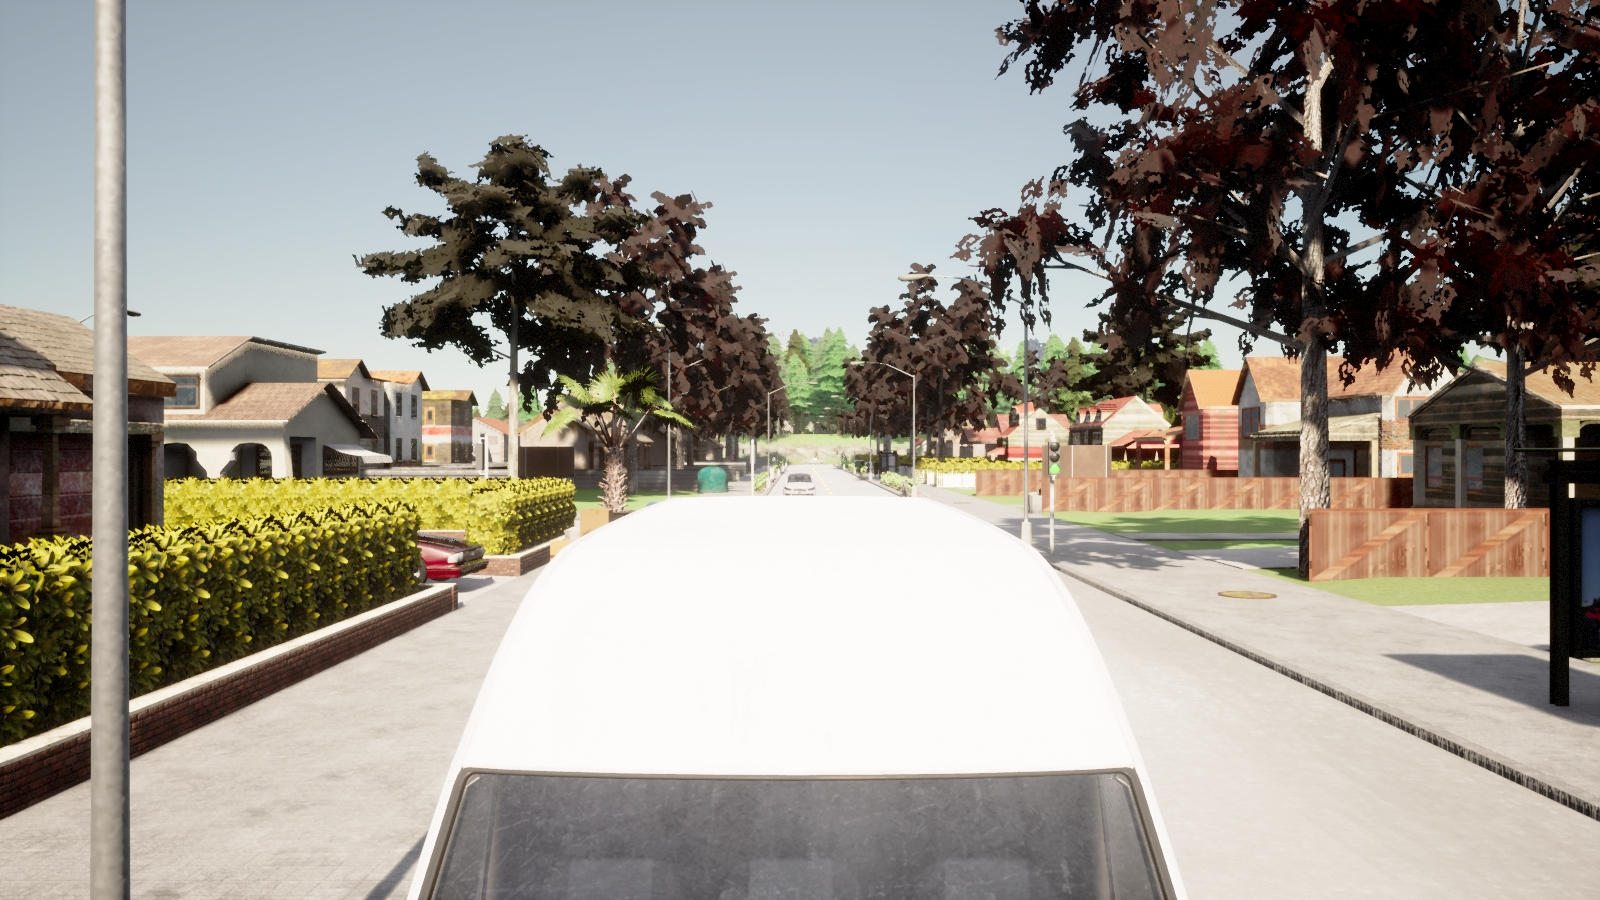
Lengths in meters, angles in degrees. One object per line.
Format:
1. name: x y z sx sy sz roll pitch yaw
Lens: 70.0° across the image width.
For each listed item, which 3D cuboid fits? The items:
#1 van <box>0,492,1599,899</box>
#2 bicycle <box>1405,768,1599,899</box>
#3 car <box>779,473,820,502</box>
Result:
1. van: 0.002 1.537 4.030 1.988 2.561 5.915 0 0 0
2. bicycle: 2.687 2.062 3.843 0.329 1.471 1.835 0 0 0
3. car: -0.024 2.087 64.511 2.231 1.480 4.892 0 0 0
